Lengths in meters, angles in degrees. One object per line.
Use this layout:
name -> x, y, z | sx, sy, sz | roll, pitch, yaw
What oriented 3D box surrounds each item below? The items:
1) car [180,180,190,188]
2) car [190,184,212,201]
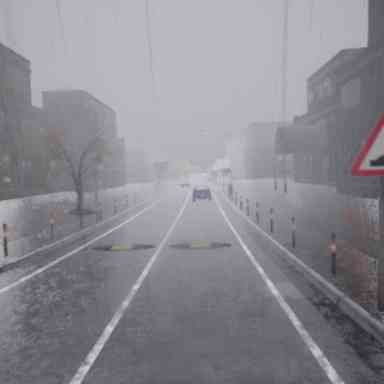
car -> -1.277, -1.598, 64.781 | 1.882, 1.535, 5.008 | -2, 3, 2
car -> 1.046, 0.023, 35.027 | 1.882, 1.535, 5.008 | -2, 4, 2
